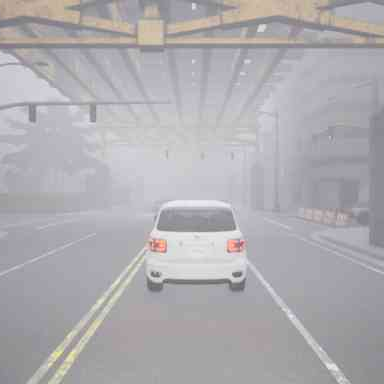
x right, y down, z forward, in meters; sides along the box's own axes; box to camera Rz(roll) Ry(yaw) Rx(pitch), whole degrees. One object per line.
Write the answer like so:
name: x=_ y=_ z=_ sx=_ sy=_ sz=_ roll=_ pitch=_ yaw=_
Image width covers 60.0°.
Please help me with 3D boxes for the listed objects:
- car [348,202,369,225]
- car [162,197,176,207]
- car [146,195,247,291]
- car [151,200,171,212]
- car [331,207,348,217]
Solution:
car: x=13.279 y=1.450 z=22.155 sx=4.974 sy=1.542 sz=2.038 roll=0 pitch=0 yaw=-20
car: x=-3.538 y=1.518 z=51.885 sx=1.812 sy=1.442 sz=4.674 roll=0 pitch=0 yaw=0
car: x=0.086 y=1.221 z=9.111 sx=2.150 sy=2.045 sz=5.566 roll=0 pitch=0 yaw=0
car: x=-3.567 y=1.597 z=39.116 sx=1.895 sy=1.301 sz=4.718 roll=0 pitch=0 yaw=0
car: x=13.656 y=1.292 z=26.292 sx=4.536 sy=1.218 sz=1.853 roll=0 pitch=0 yaw=25
